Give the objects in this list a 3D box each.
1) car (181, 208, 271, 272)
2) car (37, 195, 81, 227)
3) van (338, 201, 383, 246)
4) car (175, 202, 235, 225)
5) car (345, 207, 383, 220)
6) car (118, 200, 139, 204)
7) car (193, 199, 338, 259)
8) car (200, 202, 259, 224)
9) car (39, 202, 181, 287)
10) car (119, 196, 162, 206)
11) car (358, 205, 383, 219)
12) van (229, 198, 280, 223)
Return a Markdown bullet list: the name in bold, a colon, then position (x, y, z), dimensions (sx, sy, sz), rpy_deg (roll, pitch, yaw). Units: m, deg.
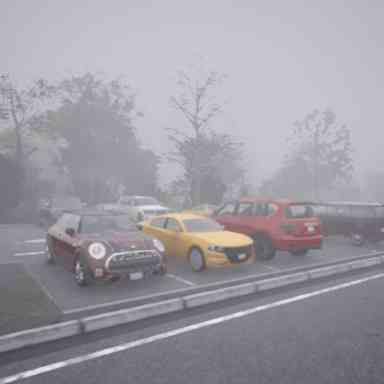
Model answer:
- **car**: position (-0.094, 1.490, 11.136), dimensions (2.097, 1.535, 5.008), rpy_deg (1, -1, -36)
- **car**: position (-7.987, 1.224, 20.524), dimensions (2.435, 2.045, 5.566), rpy_deg (1, -1, -36)
- **van**: position (7.223, 1.447, 16.568), dimensions (1.878, 1.987, 4.442), rpy_deg (2, -1, -36)
- **car**: position (0.939, 1.696, 27.247), dimensions (1.946, 1.575, 5.366), rpy_deg (2, -1, -36)
- **car**: position (22.350, 2.708, 42.400), dimensions (2.002, 1.452, 4.674), rpy_deg (3, -2, -36)
- **car**: position (-5.845, 1.519, 22.109), dimensions (2.231, 1.521, 4.892), rpy_deg (1, -1, -36)
- **car**: position (2.255, 1.286, 12.873), dimensions (2.435, 2.045, 5.566), rpy_deg (1, -1, -36)
- **car**: position (3.098, 1.766, 28.801), dimensions (1.946, 1.575, 5.366), rpy_deg (2, -1, -36)
- **car**: position (-2.563, 1.316, 9.373), dimensions (2.185, 1.767, 4.553), rpy_deg (1, -1, -36)
- **car**: position (-3.569, 1.316, 23.736), dimensions (2.435, 2.045, 5.566), rpy_deg (1, -1, -36)
- **car**: position (24.900, 2.687, 44.292), dimensions (2.185, 1.767, 4.553), rpy_deg (3, -2, -35)
- **van**: position (5.546, 1.625, 30.192), dimensions (1.878, 1.987, 4.442), rpy_deg (2, -1, -36)
